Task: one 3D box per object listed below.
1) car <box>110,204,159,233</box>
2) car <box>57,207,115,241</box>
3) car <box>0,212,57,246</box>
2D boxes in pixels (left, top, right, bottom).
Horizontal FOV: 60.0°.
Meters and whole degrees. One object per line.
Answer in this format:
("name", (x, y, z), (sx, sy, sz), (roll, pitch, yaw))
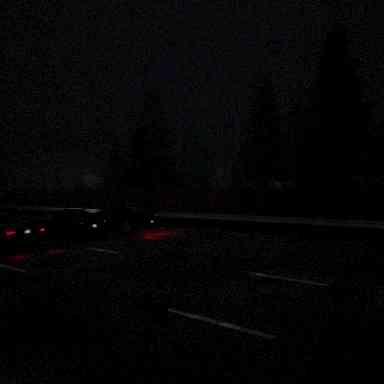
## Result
("car", (-4.211, 1.482, 19.770), (5.008, 1.535, 1.882), (0, 0, 36))
("car", (-6.243, 1.570, 16.921), (4.181, 1.385, 1.994), (0, 0, 36))
("car", (-8.276, 1.560, 14.072), (5.357, 1.411, 2.033), (0, 0, 36))
